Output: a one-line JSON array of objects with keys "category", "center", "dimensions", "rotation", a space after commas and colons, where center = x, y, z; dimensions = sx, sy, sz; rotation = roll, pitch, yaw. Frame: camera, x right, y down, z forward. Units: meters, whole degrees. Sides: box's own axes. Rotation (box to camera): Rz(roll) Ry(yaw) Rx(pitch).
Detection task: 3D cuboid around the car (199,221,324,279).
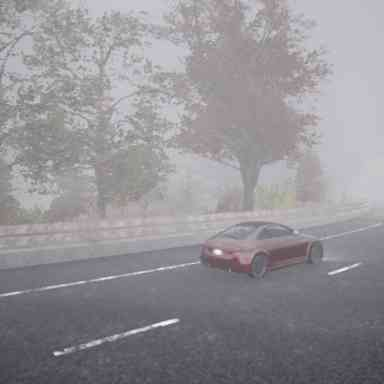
[{"category": "car", "center": [2.241, 1.588, 10.240], "dimensions": [4.181, 1.385, 1.994], "rotation": [0, 0, -40]}]
